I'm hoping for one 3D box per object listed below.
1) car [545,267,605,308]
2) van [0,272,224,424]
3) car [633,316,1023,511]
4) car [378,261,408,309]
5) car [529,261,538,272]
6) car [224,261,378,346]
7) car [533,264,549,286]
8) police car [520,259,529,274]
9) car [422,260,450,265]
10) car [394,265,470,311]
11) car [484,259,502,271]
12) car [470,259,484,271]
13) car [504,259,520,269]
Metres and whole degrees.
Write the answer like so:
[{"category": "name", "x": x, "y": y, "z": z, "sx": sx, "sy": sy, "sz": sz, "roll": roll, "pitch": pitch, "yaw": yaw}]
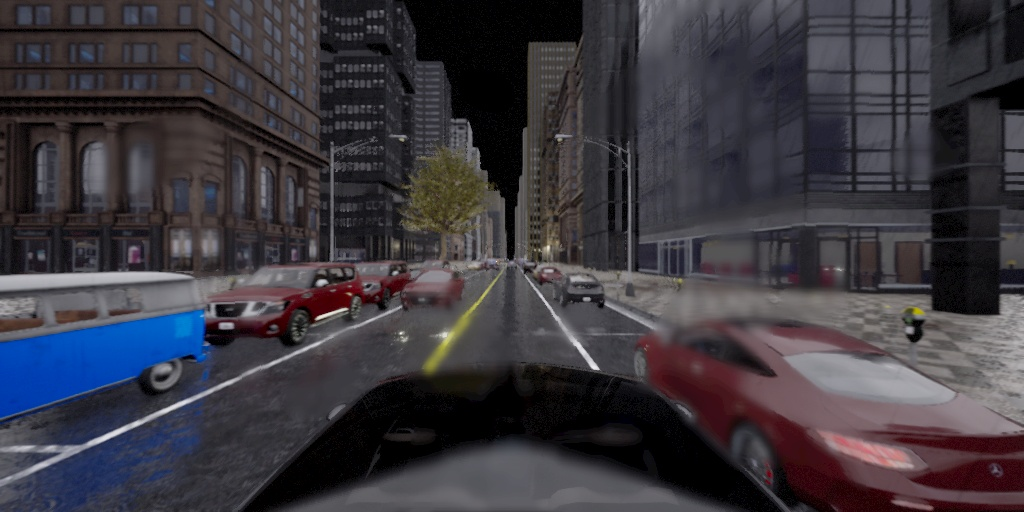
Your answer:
[{"category": "car", "x": 2.767, "y": 1.372, "z": 15.435, "sx": 2.007, "sy": 1.370, "sz": 4.403, "roll": 0, "pitch": 0, "yaw": 0}, {"category": "van", "x": -5.761, "y": 1.103, "z": 4.076, "sx": 1.690, "sy": 1.789, "sz": 3.998, "roll": 0, "pitch": 0, "yaw": 0}, {"category": "car", "x": 2.764, "y": 1.344, "z": 4.080, "sx": 1.802, "sy": 1.307, "sz": 4.207, "roll": 0, "pitch": 0, "yaw": 0}, {"category": "car", "x": -5.758, "y": 1.137, "z": 15.430, "sx": 2.192, "sy": 1.841, "sz": 5.009, "roll": 0, "pitch": 0, "yaw": 0}, {"category": "car", "x": 2.772, "y": 1.438, "z": 32.637, "sx": 1.751, "sy": 1.417, "sz": 4.829, "roll": 0, "pitch": 0, "yaw": 0}, {"category": "car", "x": -5.760, "y": 1.107, "z": 9.753, "sx": 2.192, "sy": 1.841, "sz": 5.009, "roll": 0, "pitch": 0, "yaw": 0}, {"category": "car", "x": 2.770, "y": 1.464, "z": 26.790, "sx": 1.802, "sy": 1.307, "sz": 4.207, "roll": 0, "pitch": 0, "yaw": 0}, {"category": "police car", "x": 2.379, "y": 1.407, "z": 44.993, "sx": 1.930, "sy": 1.638, "sz": 5.238, "roll": 0, "pitch": 0, "yaw": 0}, {"category": "car", "x": -5.755, "y": 1.197, "z": 26.785, "sx": 2.192, "sy": 1.841, "sz": 5.009, "roll": 0, "pitch": 0, "yaw": 0}, {"category": "car", "x": -3.096, "y": 1.297, "z": 15.030, "sx": 1.882, "sy": 1.535, "sz": 5.008, "roll": 0, "pitch": 0, "yaw": 0}, {"category": "car", "x": -3.043, "y": 1.607, "z": 55.730, "sx": 1.994, "sy": 1.385, "sz": 4.181, "roll": 0, "pitch": 0, "yaw": 0}, {"category": "car", "x": -5.747, "y": 1.566, "z": 55.001, "sx": 1.751, "sy": 1.417, "sz": 4.829, "roll": 0, "pitch": 0, "yaw": 0}, {"category": "car", "x": 0.017, "y": 1.643, "z": 64.675, "sx": 2.033, "sy": 1.411, "sz": 5.357, "roll": 0, "pitch": 0, "yaw": 1}]
